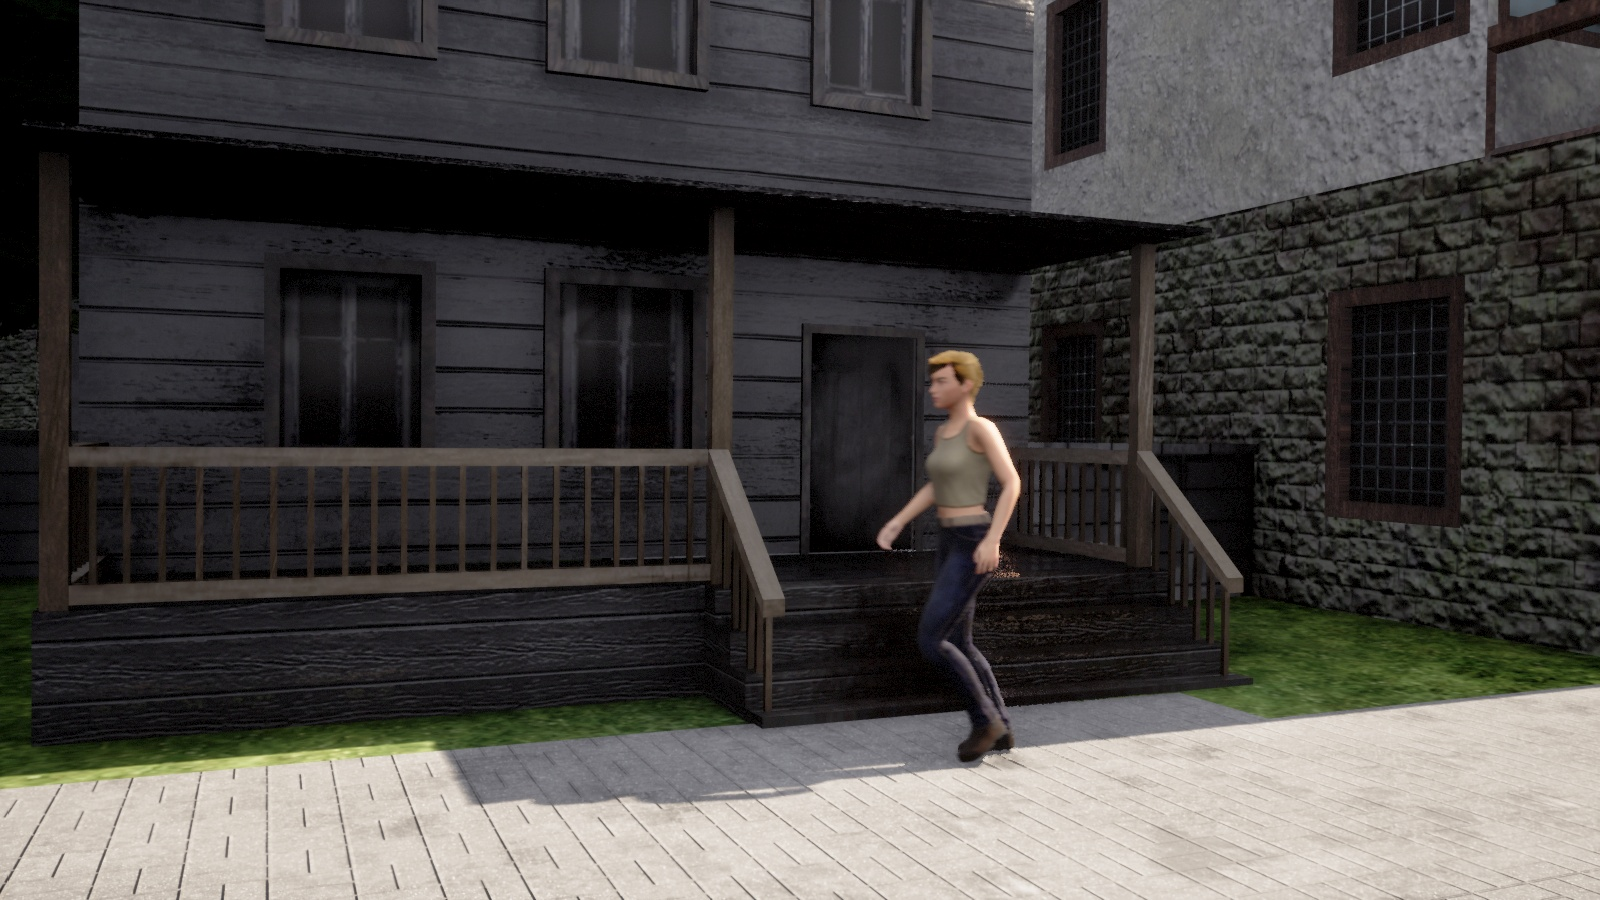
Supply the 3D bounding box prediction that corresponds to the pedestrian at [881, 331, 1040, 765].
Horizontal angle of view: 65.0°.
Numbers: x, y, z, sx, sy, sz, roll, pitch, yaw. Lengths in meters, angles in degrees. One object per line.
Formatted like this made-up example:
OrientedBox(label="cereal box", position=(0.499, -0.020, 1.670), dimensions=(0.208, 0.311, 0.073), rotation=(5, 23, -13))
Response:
OrientedBox(label="pedestrian", position=(0.705, 0.410, 5.553), dimensions=(0.594, 1.836, 0.345), rotation=(-1, 1, -15))
